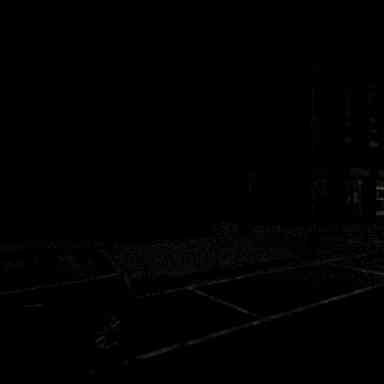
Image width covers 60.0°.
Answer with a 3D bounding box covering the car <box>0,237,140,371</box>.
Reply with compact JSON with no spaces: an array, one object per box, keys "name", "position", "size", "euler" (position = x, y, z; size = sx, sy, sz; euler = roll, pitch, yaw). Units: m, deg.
[{"name":"car","position":[-2.870,1.457,4.483],"size":[4.097,1.590,1.967],"euler":[1,-1,-35]}]
